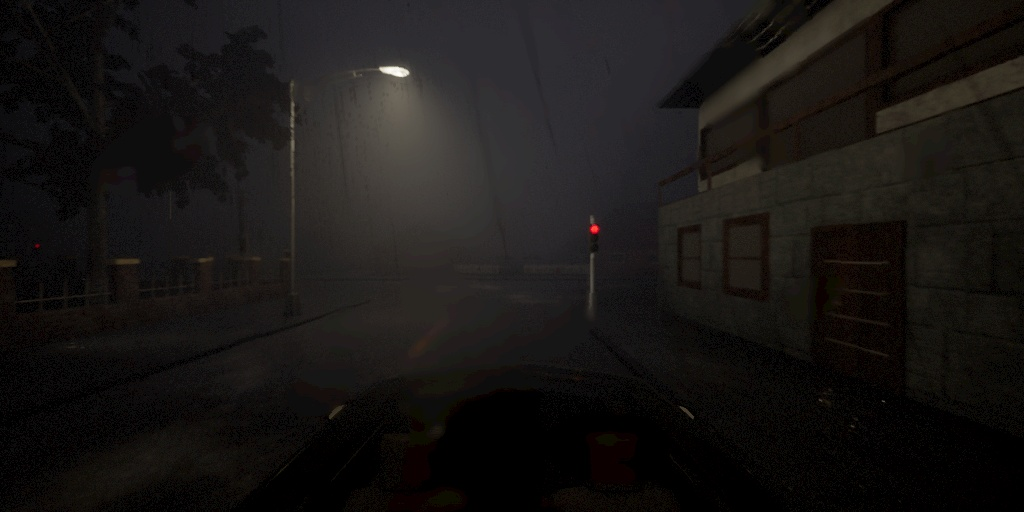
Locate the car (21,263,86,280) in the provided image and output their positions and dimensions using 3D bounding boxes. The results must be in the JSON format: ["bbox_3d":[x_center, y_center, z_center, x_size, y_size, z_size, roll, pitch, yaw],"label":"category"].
[{"bbox_3d":[-29.515,1.213,22.690,4.892,1.490,1.837,0,0,0],"label":"car"}]

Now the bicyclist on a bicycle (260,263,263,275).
[{"bbox_3d":[-22.145,1.039,31.067,0.582,1.620,1.656,0,0,0],"label":"bicyclist on a bicycle"}]
